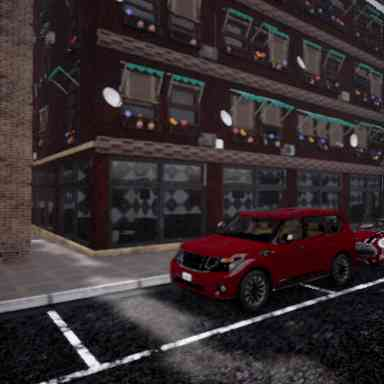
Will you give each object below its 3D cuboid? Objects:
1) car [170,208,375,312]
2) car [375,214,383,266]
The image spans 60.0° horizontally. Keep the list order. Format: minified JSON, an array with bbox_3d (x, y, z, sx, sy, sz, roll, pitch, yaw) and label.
[{"bbox_3d":[1.952,1.344,7.955,5.009,1.841,2.192,0,0,-36],"label":"car"},{"bbox_3d":[6.536,1.495,11.232,4.097,1.590,1.967,0,0,-36],"label":"car"}]
